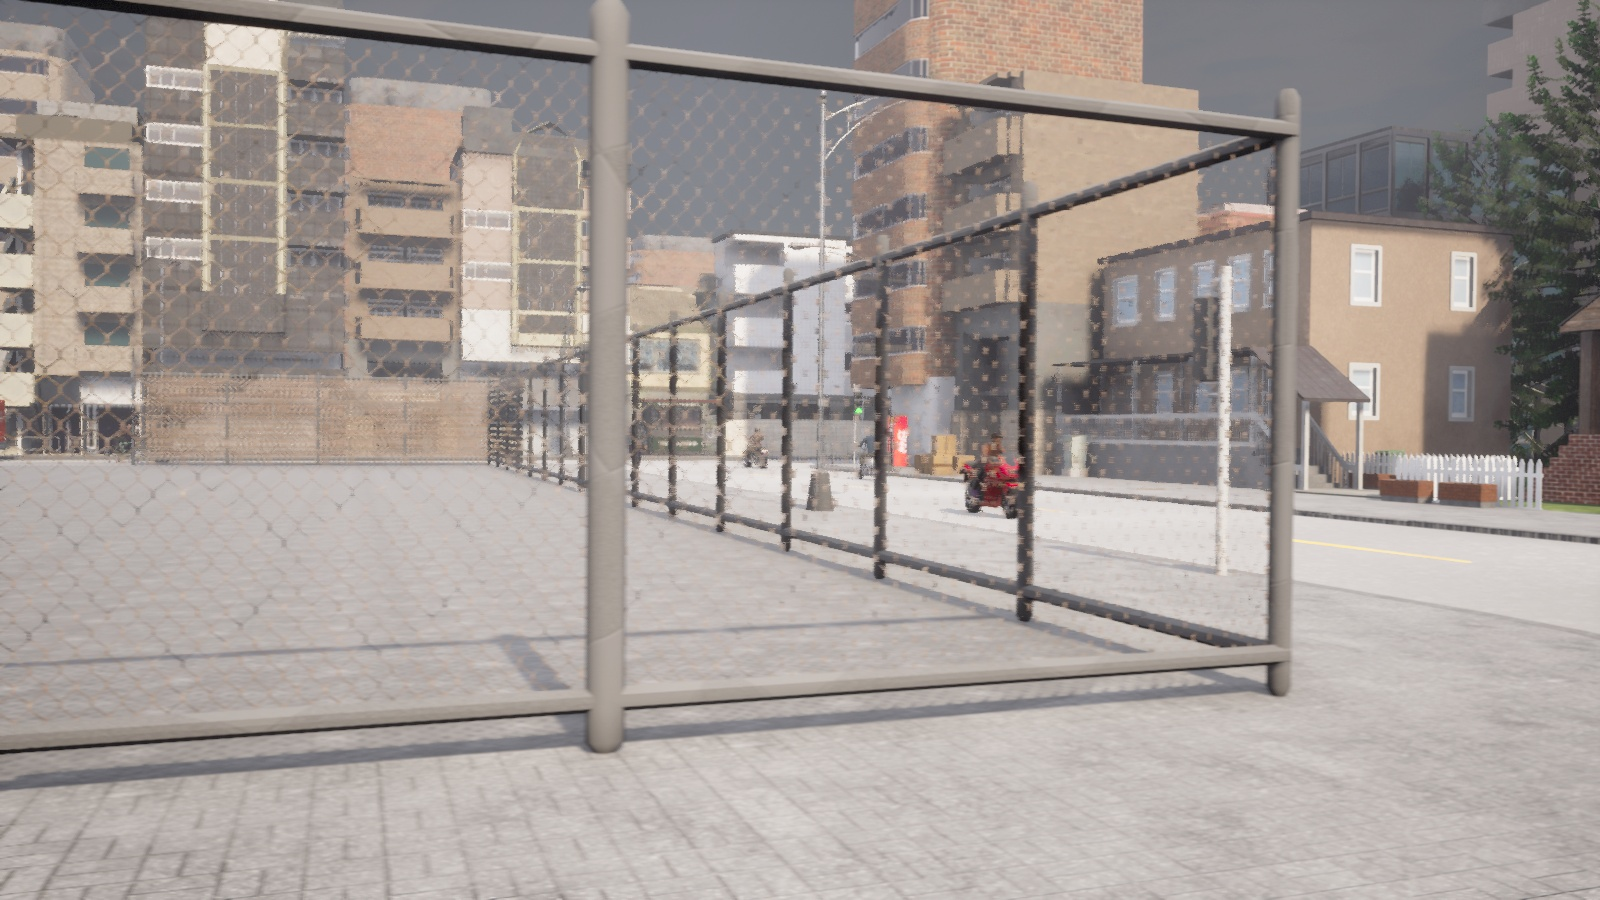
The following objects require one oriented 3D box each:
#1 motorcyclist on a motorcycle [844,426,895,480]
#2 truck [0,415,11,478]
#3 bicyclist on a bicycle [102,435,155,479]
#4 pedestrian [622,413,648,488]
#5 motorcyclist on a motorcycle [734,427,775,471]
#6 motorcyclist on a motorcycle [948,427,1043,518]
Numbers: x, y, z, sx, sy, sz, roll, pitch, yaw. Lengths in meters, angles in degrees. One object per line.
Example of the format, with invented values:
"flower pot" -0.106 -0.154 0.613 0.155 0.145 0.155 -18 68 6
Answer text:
"motorcyclist on a motorcycle" 2.095 0.088 38.100 0.866 1.590 1.817 -1 1 -20
"truck" -33.842 -0.084 48.494 5.204 2.467 2.627 -1 1 -20
"bicyclist on a bicycle" -25.293 0.270 47.325 1.656 1.620 0.582 -1 1 -20
"pedestrian" -4.355 0.006 33.142 0.423 1.949 0.788 -1 1 -24
"motorcyclist on a motorcycle" -1.771 -0.042 48.542 0.766 1.649 2.350 -1 1 -23
"motorcyclist on a motorcycle" 3.463 0.361 22.429 0.797 1.523 2.044 -1 2 -20
